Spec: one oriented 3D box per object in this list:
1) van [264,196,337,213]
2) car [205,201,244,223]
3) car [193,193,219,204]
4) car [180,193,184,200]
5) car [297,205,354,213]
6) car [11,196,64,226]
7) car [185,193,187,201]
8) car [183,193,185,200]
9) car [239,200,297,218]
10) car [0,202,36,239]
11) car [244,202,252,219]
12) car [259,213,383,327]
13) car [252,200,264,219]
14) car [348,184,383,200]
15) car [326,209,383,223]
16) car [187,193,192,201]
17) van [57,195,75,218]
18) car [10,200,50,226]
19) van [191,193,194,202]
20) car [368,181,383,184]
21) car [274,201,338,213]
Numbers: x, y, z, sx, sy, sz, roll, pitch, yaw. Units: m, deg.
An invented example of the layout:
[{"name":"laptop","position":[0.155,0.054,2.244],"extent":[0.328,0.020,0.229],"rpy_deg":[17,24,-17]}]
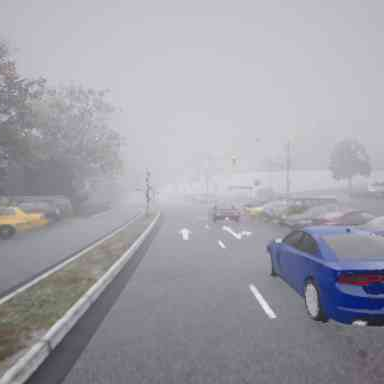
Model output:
[{"name":"van","position":[7.163,1.232,21.271],"extent":[4.442,1.987,1.878],"rpy_deg":[1,0,-23]},{"name":"car","position":[2.357,1.582,25.478],"extent":[1.895,1.301,4.718],"rpy_deg":[0,0,-3]},{"name":"car","position":[3.279,1.502,68.023],"extent":[4.553,1.767,2.185],"rpy_deg":[0,0,-28]},{"name":"car","position":[0.679,1.337,85.900],"extent":[5.566,2.045,2.435],"rpy_deg":[0,0,-29]},{"name":"car","position":[7.493,1.504,15.284],"extent":[4.674,1.452,2.002],"rpy_deg":[1,0,-22]},{"name":"car","position":[-11.057,1.372,21.883],"extent":[4.553,1.767,2.185],"rpy_deg":[-1,0,-22]},{"name":"car","position":[2.042,1.356,76.990],"extent":[5.566,2.045,2.435],"rpy_deg":[0,0,-29]},{"name":"car","position":[1.274,1.592,83.007],"extent":[5.366,1.575,1.946],"rpy_deg":[0,0,-29]},{"name":"car","position":[6.965,1.486,30.334],"extent":[4.792,1.488,2.163],"rpy_deg":[1,0,-24]},{"name":"car","position":[-10.665,1.494,16.028],"extent":[5.366,1.575,1.946],"rpy_deg":[-1,0,-22]},{"name":"car","position":[6.790,1.448,27.278],"extent":[5.366,1.575,1.946],"rpy_deg":[1,0,-23]},{"name":"car","position":[2.999,1.471,7.234],"extent":[1.882,1.535,5.008],"rpy_deg":[0,0,-1]},{"name":"car","position":[7.154,1.331,24.347],"extent":[4.553,1.767,2.185],"rpy_deg":[1,0,-23]},{"name":"car","position":[22.067,0.173,41.938],"extent":[2.002,1.452,4.674],"rpy_deg":[-7,4,-28]},{"name":"car","position":[7.589,1.507,12.261],"extent":[4.674,1.452,2.002],"rpy_deg":[1,0,-22]},{"name":"car","position":[2.439,1.362,73.979],"extent":[5.566,2.045,2.435],"rpy_deg":[1,0,-29]},{"name":"van","position":[-11.138,1.270,24.876],"extent":[4.442,1.987,1.878],"rpy_deg":[-1,0,-23]},{"name":"car","position":[-11.124,1.499,18.842],"extent":[5.366,1.575,1.946],"rpy_deg":[-1,0,-22]},{"name":"van","position":[2.794,1.394,70.961],"extent":[4.442,1.987,1.878],"rpy_deg":[0,0,-28]},{"name":"car","position":[25.032,-0.405,42.340],"extent":[2.435,2.045,5.566],"rpy_deg":[-7,4,-28]},{"name":"car","position":[7.398,1.463,18.301],"extent":[4.892,1.521,2.231],"rpy_deg":[1,0,-22]}]
